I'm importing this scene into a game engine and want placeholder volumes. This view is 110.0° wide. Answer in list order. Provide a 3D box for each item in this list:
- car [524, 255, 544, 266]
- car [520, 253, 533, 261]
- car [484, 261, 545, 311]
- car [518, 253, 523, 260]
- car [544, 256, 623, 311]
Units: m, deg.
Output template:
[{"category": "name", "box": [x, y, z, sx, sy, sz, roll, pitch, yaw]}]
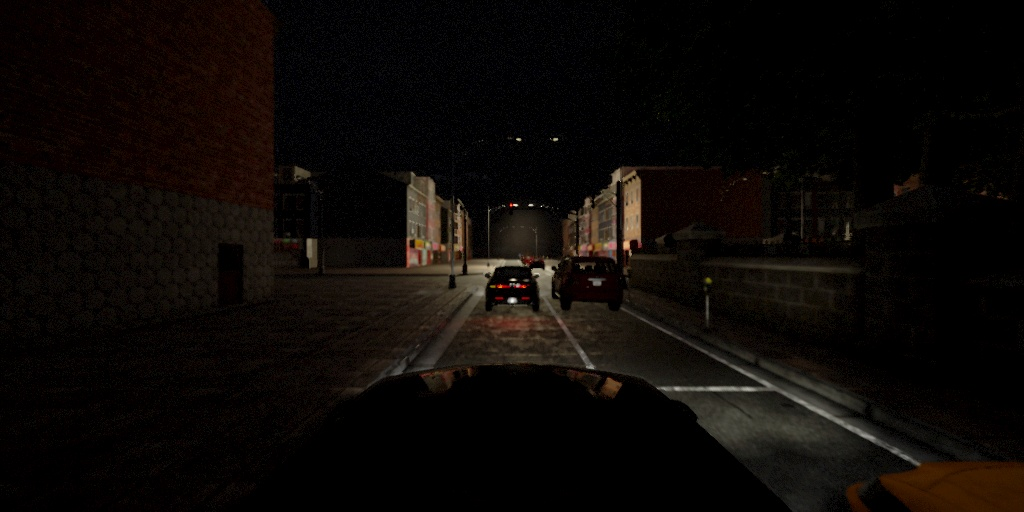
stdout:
[{"category": "car", "box": [2.679, 0.833, 40.034, 1.888, 1.381, 4.507, 0, 0, 0]}, {"category": "car", "box": [2.697, 0.659, 56.344, 1.888, 1.381, 4.507, 0, 0, 0]}, {"category": "car", "box": [0.013, 1.104, 13.561, 1.837, 1.490, 4.892, 0, 1, 0]}, {"category": "car", "box": [2.702, 0.373, 61.781, 2.192, 1.841, 5.009, 0, 0, 0]}, {"category": "car", "box": [2.651, 0.913, 13.606, 2.192, 1.841, 5.009, 0, 0, 0]}]
